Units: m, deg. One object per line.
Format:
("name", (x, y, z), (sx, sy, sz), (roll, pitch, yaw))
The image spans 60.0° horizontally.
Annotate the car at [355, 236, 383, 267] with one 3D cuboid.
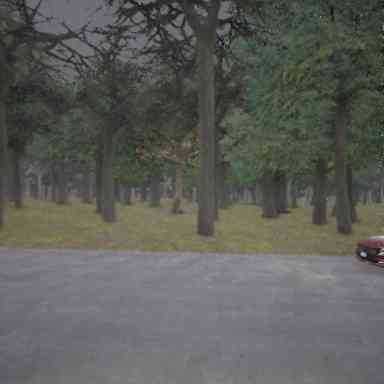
("car", (8.018, 1.813, 11.012), (5.008, 1.535, 1.882), (2, -1, -6))
